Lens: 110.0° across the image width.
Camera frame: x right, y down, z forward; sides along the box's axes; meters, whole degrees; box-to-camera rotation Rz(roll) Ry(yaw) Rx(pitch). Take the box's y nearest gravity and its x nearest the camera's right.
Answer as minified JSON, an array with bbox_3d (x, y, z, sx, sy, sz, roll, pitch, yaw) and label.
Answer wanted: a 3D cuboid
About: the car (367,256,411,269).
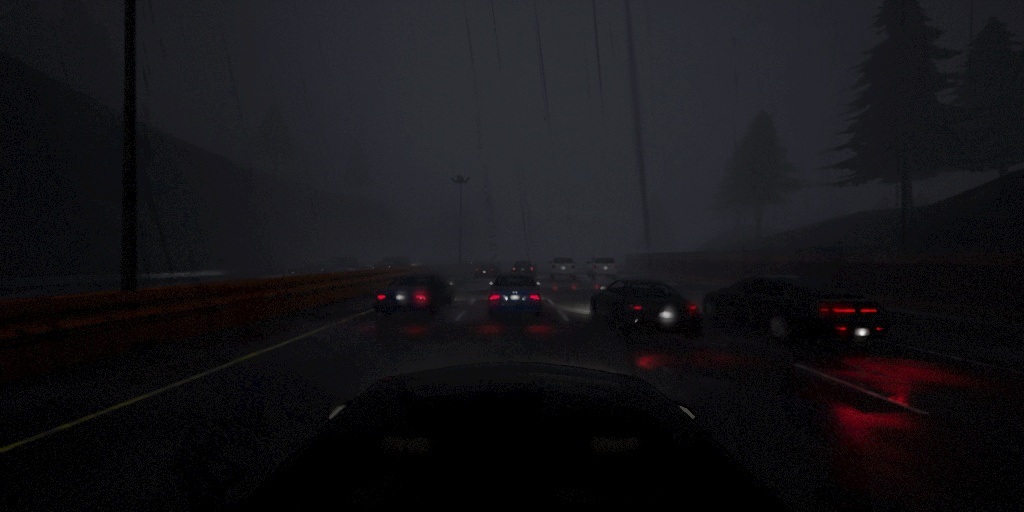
[{"bbox_3d":[-12.547,1.063,37.788,2.150,2.045,5.566,0,0,8],"label":"car"}]

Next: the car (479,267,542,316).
[{"bbox_3d":[0.103,1.327,13.516,2.033,1.411,5.357,0,0,0],"label":"car"}]

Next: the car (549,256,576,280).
[{"bbox_3d":[4.585,1.050,32.451,2.150,2.045,5.566,0,0,7],"label":"car"}]

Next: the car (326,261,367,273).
[{"bbox_3d":[-16.255,1.439,36.479,1.895,1.301,4.718,0,0,7],"label":"car"}]

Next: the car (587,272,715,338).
[{"bbox_3d":[3.587,1.337,10.290,1.994,1.385,4.181,0,0,0],"label":"car"}]

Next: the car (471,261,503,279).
[{"bbox_3d":[-2.239,1.396,34.042,1.994,1.385,4.181,0,0,7],"label":"car"}]

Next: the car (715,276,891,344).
[{"bbox_3d":[7.084,1.277,9.670,1.837,1.490,4.892,0,0,0],"label":"car"}]

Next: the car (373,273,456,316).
[{"bbox_3d":[-3.398,1.327,13.461,2.033,1.411,5.357,0,0,0],"label":"car"}]

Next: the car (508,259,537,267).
[{"bbox_3d":[1.180,1.182,33.137,2.097,1.767,4.553,0,0,6],"label":"car"}]

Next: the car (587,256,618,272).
[{"bbox_3d":[8.096,1.050,32.438,2.150,2.045,5.566,0,0,7],"label":"car"}]

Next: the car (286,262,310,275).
[{"bbox_3d":[-22.764,1.396,40.531,2.033,1.411,5.357,0,0,9],"label":"car"}]

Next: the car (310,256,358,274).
[{"bbox_3d":[-19.297,1.068,39.992,2.150,2.045,5.566,0,0,9],"label":"car"}]
